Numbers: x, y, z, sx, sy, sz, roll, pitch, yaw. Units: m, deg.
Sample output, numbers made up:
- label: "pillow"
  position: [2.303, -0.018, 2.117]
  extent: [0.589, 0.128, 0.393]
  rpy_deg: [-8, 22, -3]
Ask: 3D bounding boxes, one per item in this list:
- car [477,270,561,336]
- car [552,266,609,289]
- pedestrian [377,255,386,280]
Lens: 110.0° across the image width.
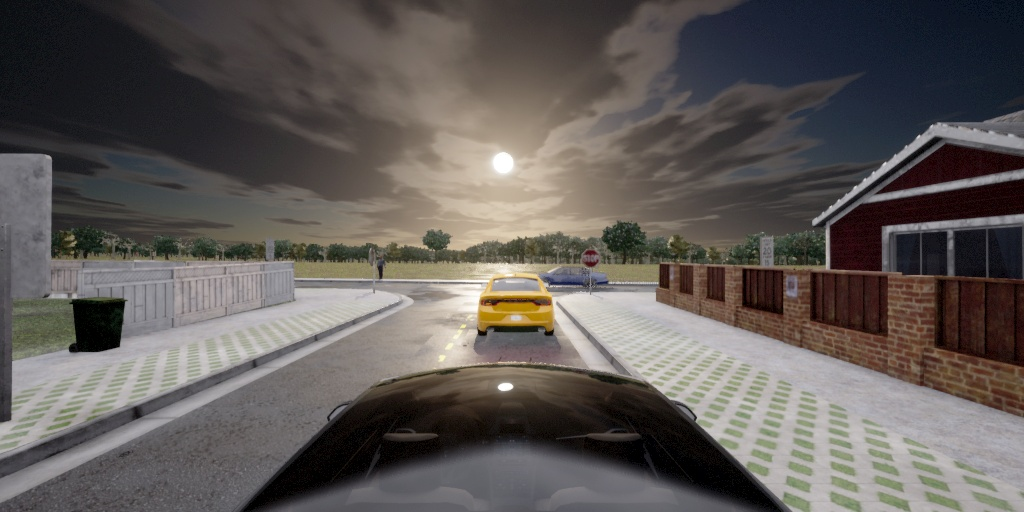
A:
- label: "car"
  position: [0.092, 1.230, 10.468]
  extent: [1.882, 1.535, 5.008]
  rpy_deg: [0, 0, 0]
- label: "car"
  position: [3.619, 1.376, 23.763]
  extent: [5.357, 1.411, 2.033]
  rpy_deg: [1, 0, 0]
- label: "pedestrian"
  position: [-9.721, 0.822, 26.577]
  extent: [0.375, 1.860, 0.375]
  rpy_deg: [0, -1, 0]
